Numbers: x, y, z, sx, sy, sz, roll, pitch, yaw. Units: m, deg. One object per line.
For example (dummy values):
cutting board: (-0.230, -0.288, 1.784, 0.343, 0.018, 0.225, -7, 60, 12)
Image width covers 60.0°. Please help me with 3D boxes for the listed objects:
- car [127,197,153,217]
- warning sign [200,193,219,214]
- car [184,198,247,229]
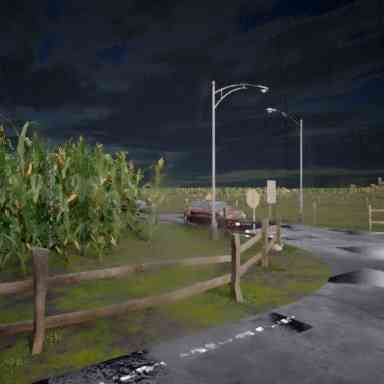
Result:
car: (-4.976, 1.392, 30.445, 1.882, 1.535, 5.008, 0, 0, -35)
warning sign: (1.589, 1.019, 30.369, 1.300, 1.860, 1.060, -1, 0, -36)
car: (1.412, 1.302, 21.508, 2.097, 1.767, 4.553, 0, 0, -36)
